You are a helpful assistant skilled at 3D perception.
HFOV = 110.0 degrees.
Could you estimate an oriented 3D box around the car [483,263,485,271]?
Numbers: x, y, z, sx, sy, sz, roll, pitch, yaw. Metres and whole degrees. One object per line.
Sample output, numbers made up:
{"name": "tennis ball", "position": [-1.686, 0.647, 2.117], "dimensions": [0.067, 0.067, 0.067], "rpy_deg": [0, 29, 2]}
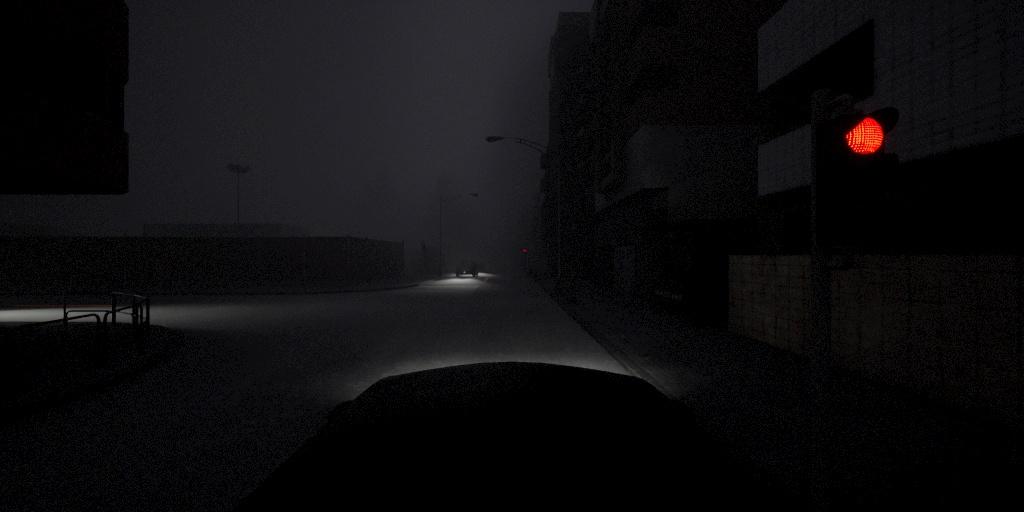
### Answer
{"name": "car", "position": [-4.477, 1.351, 45.779], "dimensions": [1.895, 1.301, 4.718], "rpy_deg": [0, 0, 0]}

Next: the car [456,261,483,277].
{"name": "car", "position": [-4.410, 1.241, 35.665], "dimensions": [2.128, 1.511, 4.902], "rpy_deg": [0, 0, 0]}
